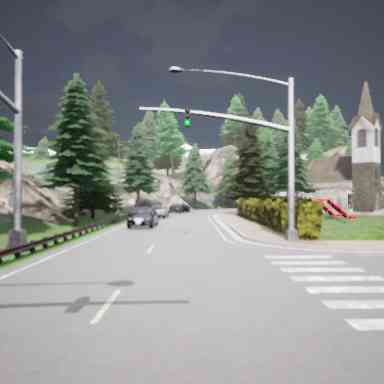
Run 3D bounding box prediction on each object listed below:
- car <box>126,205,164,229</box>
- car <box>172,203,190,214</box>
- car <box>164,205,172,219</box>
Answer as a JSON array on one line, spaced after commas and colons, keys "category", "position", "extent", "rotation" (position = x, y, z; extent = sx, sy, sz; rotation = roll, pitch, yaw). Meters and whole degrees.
[{"category": "car", "position": [-3.582, 1.821, 24.720], "extent": [2.128, 1.511, 4.902], "rotation": [0, -1, 0]}, {"category": "car", "position": [-1.785, 2.156, 44.527], "extent": [1.994, 1.385, 4.181], "rotation": [0, -1, 21]}, {"category": "car", "position": [-3.529, 2.063, 34.719], "extent": [1.895, 1.301, 4.718], "rotation": [0, -1, 2]}]
